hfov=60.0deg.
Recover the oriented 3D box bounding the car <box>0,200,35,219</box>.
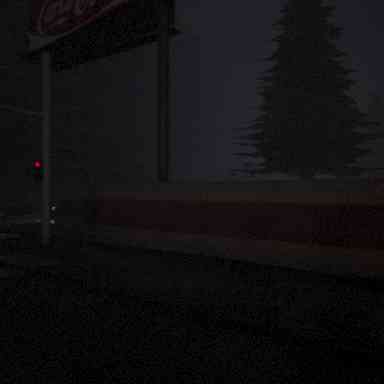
[{"bbox_3d":[-15.256,1.456,28.651,2.128,1.511,4.902,0,0,35],"label":"car"}]

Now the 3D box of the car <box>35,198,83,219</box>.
[{"bbox_3d":[-10.734,1.321,28.983,2.097,1.767,4.553,0,0,35],"label":"car"}]
